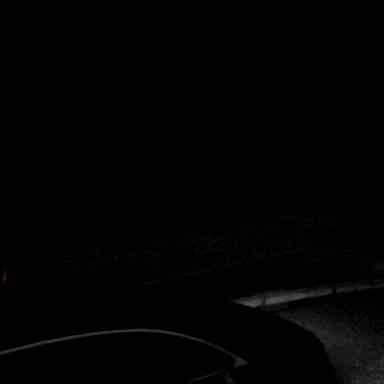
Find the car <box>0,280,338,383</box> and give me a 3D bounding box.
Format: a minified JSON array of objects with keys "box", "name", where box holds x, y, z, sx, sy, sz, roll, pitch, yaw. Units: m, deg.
[{"box":[-0.873,1.506,2.539,4.892,1.490,1.837,0,0,-34],"name":"car"}]
